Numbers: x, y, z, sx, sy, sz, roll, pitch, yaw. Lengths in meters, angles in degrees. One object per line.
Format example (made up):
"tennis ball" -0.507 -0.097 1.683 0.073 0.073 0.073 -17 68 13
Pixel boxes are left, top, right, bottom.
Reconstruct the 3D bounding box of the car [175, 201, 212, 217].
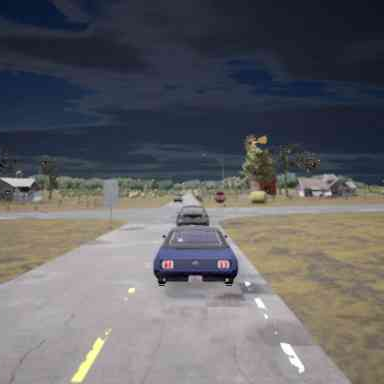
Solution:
"car" 0.075 1.527 19.410 1.837 1.490 4.892 0 0 1

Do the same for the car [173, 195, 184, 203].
"car" -3.077 1.738 71.862 1.895 1.301 4.718 0 0 0

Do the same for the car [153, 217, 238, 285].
"car" 0.086 1.610 9.442 1.895 1.301 4.718 0 0 0

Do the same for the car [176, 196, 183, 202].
"car" -3.193 1.694 86.982 1.837 1.490 4.892 0 0 0
